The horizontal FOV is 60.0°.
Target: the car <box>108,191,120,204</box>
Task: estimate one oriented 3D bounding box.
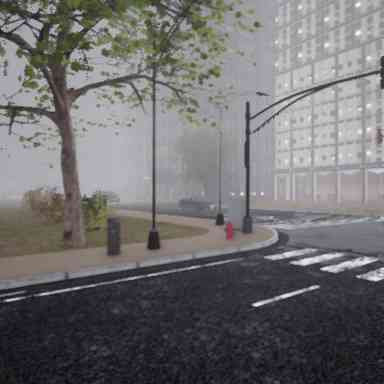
[{"bbox_3d":[-13.493,0.863,53.915,2.150,2.045,5.566,0,0,-33],"label":"car"}]

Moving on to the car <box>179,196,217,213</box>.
[{"bbox_3d":[0.527,1.178,32.836,2.128,1.511,4.902,0,0,-34],"label":"car"}]
